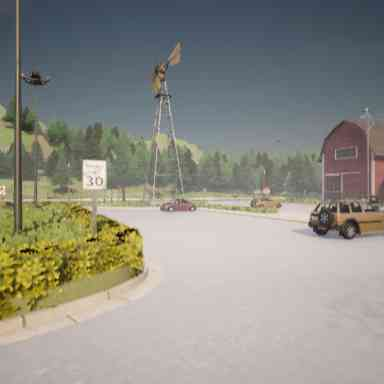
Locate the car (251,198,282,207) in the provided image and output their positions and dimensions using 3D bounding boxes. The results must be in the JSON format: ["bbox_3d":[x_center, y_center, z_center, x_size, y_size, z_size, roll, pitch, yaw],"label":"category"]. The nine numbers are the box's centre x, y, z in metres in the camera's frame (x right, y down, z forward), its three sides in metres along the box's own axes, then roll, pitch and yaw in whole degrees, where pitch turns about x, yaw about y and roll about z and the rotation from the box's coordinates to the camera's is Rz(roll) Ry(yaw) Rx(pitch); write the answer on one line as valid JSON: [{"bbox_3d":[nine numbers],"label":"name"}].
[{"bbox_3d":[9.684,1.451,43.263,4.193,1.474,1.816,0,0,-24],"label":"car"}]

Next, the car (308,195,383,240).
[{"bbox_3d":[8.029,1.256,16.457,4.605,1.855,1.932,0,0,-24],"label":"car"}]

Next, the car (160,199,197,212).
[{"bbox_3d":[-1.511,1.464,36.813,3.905,1.438,1.784,0,0,-24],"label":"car"}]

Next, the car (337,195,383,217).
[{"bbox_3d":[15.825,1.260,31.247,3.866,1.878,1.905,0,0,-24],"label":"car"}]
